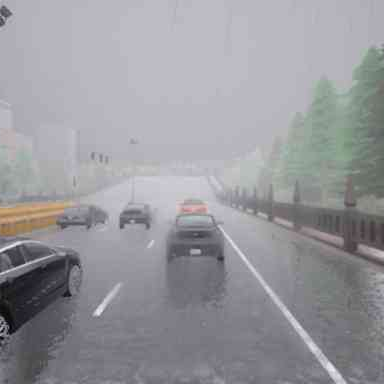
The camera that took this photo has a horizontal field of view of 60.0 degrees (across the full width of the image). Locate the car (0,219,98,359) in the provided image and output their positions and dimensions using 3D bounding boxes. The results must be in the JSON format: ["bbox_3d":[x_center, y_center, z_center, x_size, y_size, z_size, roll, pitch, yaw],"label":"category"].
[{"bbox_3d":[-3.399,1.483,5.607,2.128,1.511,4.902,0,0,0],"label":"car"}]

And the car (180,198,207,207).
[{"bbox_3d":[0.107,1.315,26.339,2.097,1.767,4.553,0,0,0],"label":"car"}]

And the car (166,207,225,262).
[{"bbox_3d":[0.104,1.487,12.024,1.837,1.490,4.892,0,0,0],"label":"car"}]

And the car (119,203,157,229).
[{"bbox_3d":[-3.394,1.471,21.355,1.837,1.490,4.892,0,-1,0],"label":"car"}]

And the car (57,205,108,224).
[{"bbox_3d":[-6.893,1.516,21.363,2.033,1.411,5.357,0,0,0],"label":"car"}]
